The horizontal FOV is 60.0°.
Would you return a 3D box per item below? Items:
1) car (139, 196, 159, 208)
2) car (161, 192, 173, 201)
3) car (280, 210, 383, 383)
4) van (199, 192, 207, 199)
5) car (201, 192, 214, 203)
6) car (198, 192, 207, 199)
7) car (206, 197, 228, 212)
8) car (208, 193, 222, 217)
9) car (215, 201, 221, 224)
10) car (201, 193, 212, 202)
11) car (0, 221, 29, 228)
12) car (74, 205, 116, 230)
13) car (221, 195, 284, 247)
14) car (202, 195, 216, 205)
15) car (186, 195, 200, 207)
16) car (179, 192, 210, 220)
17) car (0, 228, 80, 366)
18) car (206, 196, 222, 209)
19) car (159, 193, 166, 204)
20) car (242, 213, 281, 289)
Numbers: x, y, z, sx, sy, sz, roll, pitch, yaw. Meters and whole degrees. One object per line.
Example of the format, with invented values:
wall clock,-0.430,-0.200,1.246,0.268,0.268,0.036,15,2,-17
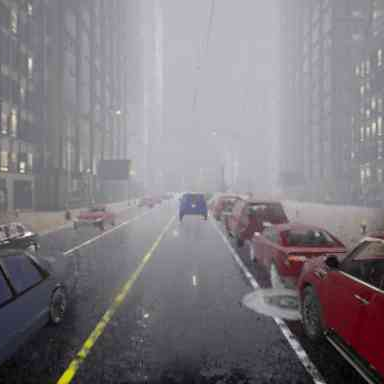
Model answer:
car,-5.683,1.337,42.102,1.802,1.307,4.206,0,0,0
car,-5.680,0.906,69.796,2.192,1.841,5.009,0,0,0
car,2.695,1.295,3.325,2.192,1.841,5.009,0,0,0
van,2.701,0.866,80.874,1.690,1.788,3.998,0,0,0
car,2.700,0.971,58.717,2.192,1.841,5.009,0,0,0
car,2.701,0.932,86.414,1.967,1.590,4.097,0,0,0
car,2.697,1.337,36.562,2.008,1.369,4.403,0,0,0
car,2.697,1.166,25.483,2.192,1.841,5.009,0,0,0
car,2.696,1.450,19.945,1.947,1.339,4.313,0,0,0
car,2.699,1.064,64.257,1.967,1.590,4.097,0,0,0
car,-5.686,1.499,8.865,2.008,1.369,4.403,0,0,0
car,-5.685,1.466,19.945,1.802,1.307,4.206,0,0,0
car,2.696,1.231,14.404,2.192,1.841,5.009,0,0,0
car,2.698,1.255,53.180,1.947,1.339,4.313,0,0,0
car,0.104,1.207,46.418,1.882,1.535,5.008,0,0,0
car,0.103,1.068,26.738,2.150,2.045,5.566,0,1,0
car,-3.096,1.523,4.180,2.033,1.411,5.357,0,0,0
car,2.698,1.279,42.271,1.752,1.417,4.829,0,0,0
car,-5.682,1.272,53.180,1.802,1.307,4.206,0,0,0
car,2.694,1.493,8.866,1.887,1.381,4.507,0,0,0
